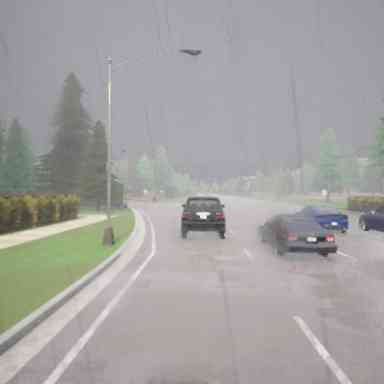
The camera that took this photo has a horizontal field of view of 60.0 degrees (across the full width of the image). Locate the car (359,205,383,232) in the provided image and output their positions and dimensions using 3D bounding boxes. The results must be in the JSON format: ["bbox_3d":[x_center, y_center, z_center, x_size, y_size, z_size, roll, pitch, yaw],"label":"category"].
[{"bbox_3d":[11.111,1.445,18.245,2.097,1.767,4.553,0,0,2],"label":"car"}]

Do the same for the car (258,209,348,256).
[{"bbox_3d":[3.960,1.588,13.293,2.033,1.411,5.357,0,0,2],"label":"car"}]

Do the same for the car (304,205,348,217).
[{"bbox_3d":[7.667,1.550,20.192,1.882,1.535,5.008,0,0,2],"label":"car"}]

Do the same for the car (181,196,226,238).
[{"bbox_3d":[0.599,1.245,17.943,2.150,2.045,5.566,0,0,2],"label":"car"}]
